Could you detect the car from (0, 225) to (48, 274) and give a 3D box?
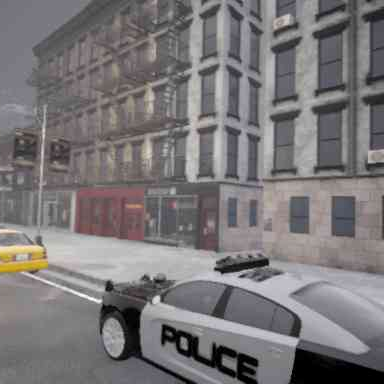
[{"bbox_3d":[-6.837,1.924,11.482,5.366,1.575,1.801,-1,-4,43],"label":"car"}]

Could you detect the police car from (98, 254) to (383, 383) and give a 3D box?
[{"bbox_3d":[0.558,1.723,4.633,5.238,1.638,1.930,-1,-4,43],"label":"police car"}]
